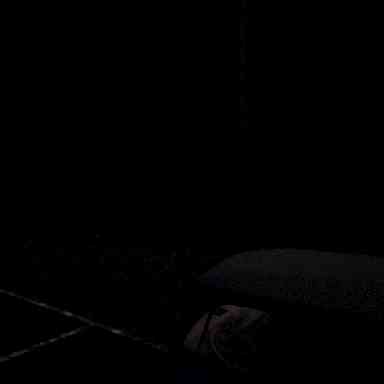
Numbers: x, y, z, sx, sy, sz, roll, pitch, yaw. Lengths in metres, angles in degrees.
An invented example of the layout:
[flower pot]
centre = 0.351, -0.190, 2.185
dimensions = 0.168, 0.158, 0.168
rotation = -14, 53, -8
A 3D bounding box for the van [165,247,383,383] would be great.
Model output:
[van]
centre = 1.630, 1.342, 1.796
dimensions = 3.998, 1.788, 1.690
rotation = 0, 0, 36
